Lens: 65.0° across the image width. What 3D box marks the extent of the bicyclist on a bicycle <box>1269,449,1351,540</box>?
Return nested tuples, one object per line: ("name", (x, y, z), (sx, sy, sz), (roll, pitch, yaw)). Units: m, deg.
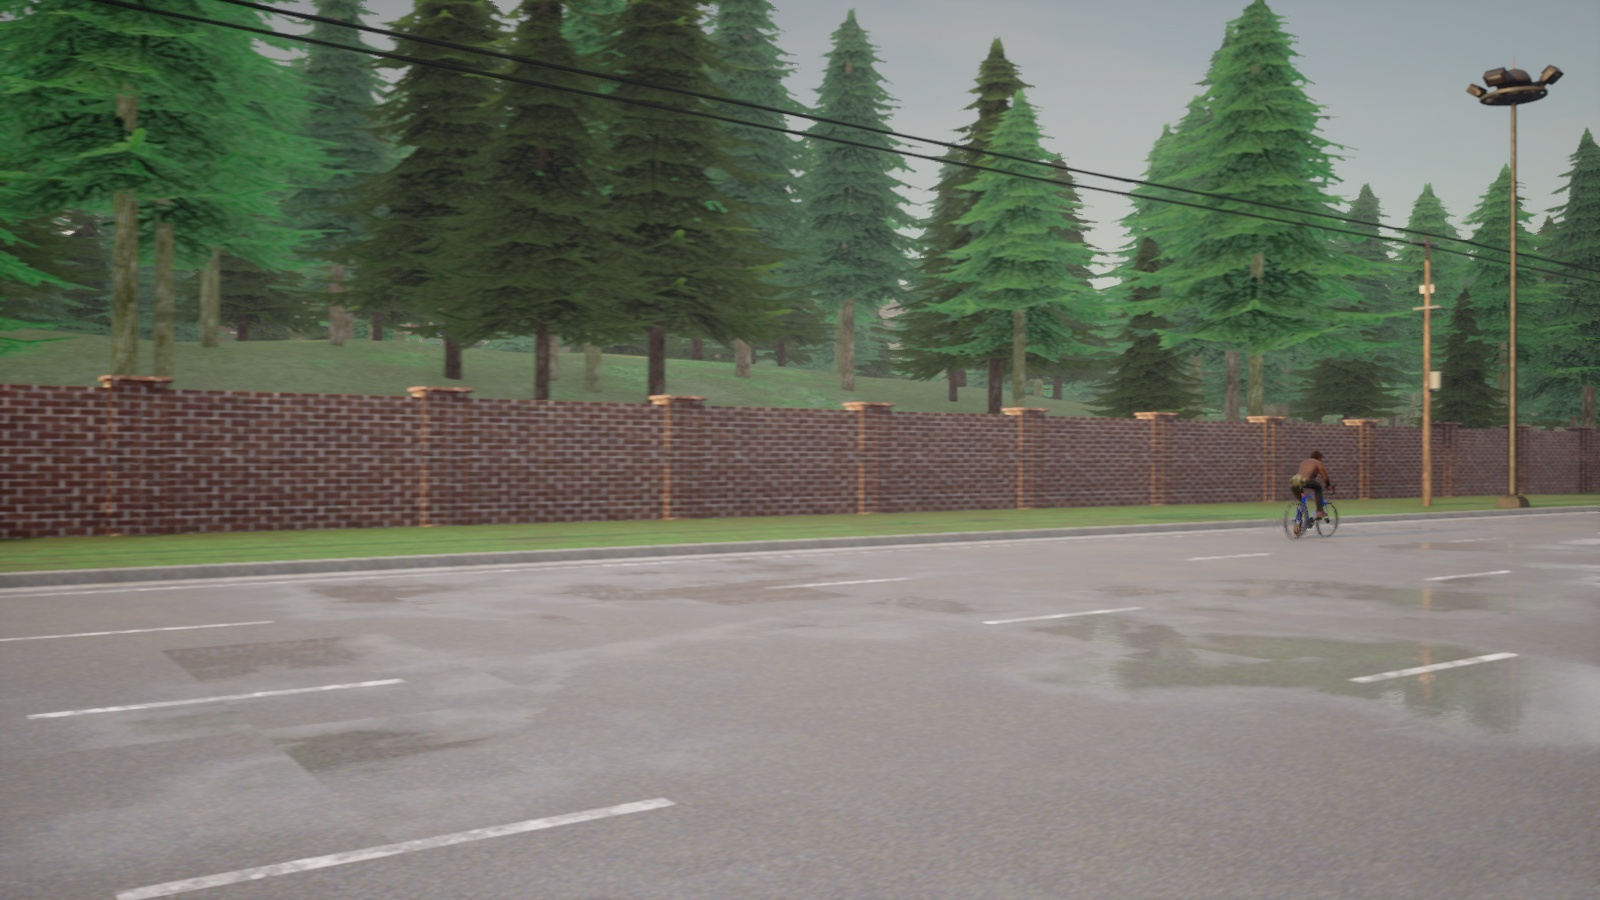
("bicyclist on a bicycle", (9.321, 0.797, 22.939), (1.656, 1.620, 0.582), (1, -1, -35))
